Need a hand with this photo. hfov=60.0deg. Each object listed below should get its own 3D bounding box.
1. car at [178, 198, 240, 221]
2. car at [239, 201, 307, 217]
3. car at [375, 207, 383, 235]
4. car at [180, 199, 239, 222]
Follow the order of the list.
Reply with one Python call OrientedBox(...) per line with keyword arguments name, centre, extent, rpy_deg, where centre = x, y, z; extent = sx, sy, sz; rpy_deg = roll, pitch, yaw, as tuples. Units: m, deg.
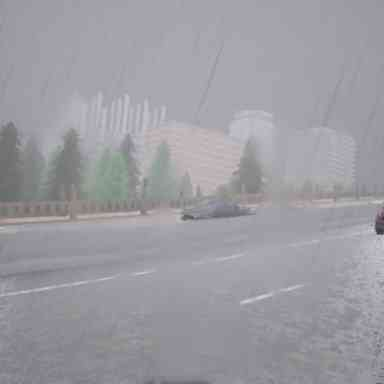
OrientedBox(name="car", centre=(1.446, 1.320, 26.832), extent=(4.892, 1.490, 1.837), rpy_deg=(-2, 1, -36))
OrientedBox(name="car", centre=(5.464, 1.331, 21.097), extent=(4.674, 1.442, 1.812), rpy_deg=(-2, 1, -36))
OrientedBox(name="car", centre=(10.873, 1.110, 16.145), extent=(4.553, 1.767, 2.097), rpy_deg=(-2, 1, -36))
OrientedBox(name="car", centre=(1.823, 1.403, 22.759), extent=(5.357, 1.411, 2.033), rpy_deg=(-2, 1, -36))
